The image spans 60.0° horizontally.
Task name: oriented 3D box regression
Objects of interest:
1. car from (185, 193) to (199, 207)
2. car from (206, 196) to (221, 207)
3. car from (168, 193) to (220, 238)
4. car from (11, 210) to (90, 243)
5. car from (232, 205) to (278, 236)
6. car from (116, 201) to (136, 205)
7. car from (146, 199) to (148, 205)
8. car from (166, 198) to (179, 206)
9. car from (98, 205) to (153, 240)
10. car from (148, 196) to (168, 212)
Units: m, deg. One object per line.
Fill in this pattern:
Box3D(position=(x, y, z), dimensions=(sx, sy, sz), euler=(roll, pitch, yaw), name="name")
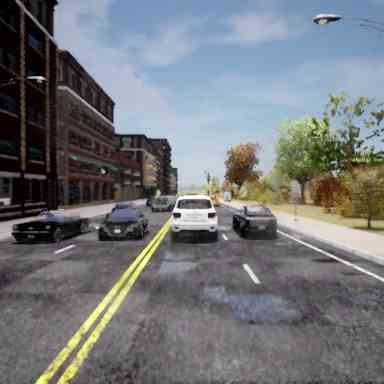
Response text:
Box3D(position=(0.004, 1.200, 50.984), dimensions=(2.150, 2.045, 5.566), euler=(0, 0, 0), name="car")
Box3D(position=(3.254, 1.452, 50.954), dimensions=(1.882, 1.535, 5.008), euler=(0, 0, 0), name="car")
Box3D(position=(0.105, 1.214, 17.578), dimensions=(2.150, 2.045, 5.566), euler=(0, 0, 0), name="car")
Box3D(position=(-6.739, 1.602, 16.375), dimensions=(1.895, 1.301, 4.718), euler=(0, 0, 3), name="car")
Box3D(position=(3.351, 1.478, 18.375), dimensions=(2.128, 1.511, 4.902), euler=(0, 0, 0), name="car")
Box3D(position=(-6.594, 1.557, 33.163), dimensions=(1.994, 1.385, 4.181), euler=(0, 0, 0), name="car")
Box3D(position=(-6.500, 1.501, 55.200), dimensions=(1.837, 1.490, 4.892), euler=(0, 0, 0), name="car")
Box3D(position=(-3.245, 1.635, 55.515), dimensions=(1.895, 1.301, 4.718), euler=(0, 0, 0), name="car")
Box3D(position=(-3.350, 1.561, 16.913), dimensions=(1.994, 1.385, 4.181), euler=(0, 0, 0), name="car")
Box3D(position=(-3.338, 1.339, 37.493), dimensions=(2.097, 1.767, 4.553), euler=(0, 0, 0), name="car")
